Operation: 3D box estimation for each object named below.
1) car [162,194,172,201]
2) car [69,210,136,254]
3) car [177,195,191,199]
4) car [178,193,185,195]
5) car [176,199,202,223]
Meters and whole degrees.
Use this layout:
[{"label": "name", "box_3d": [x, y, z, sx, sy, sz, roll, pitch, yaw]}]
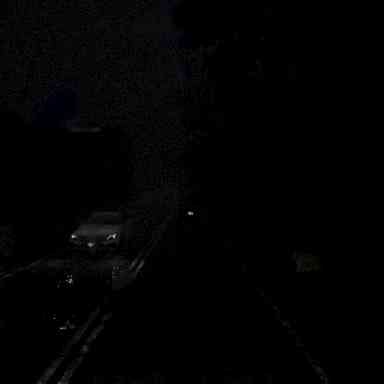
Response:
[{"label": "car", "box_3d": [-5.421, 1.172, 72.670, 2.033, 1.411, 5.357, 0, 1, -3]}, {"label": "car", "box_3d": [-3.458, 1.514, 13.616, 1.812, 1.442, 4.674, 0, 0, -1]}, {"label": "car", "box_3d": [-0.727, 1.459, 44.094, 2.033, 1.411, 5.357, 0, 0, -2]}, {"label": "car", "box_3d": [-2.497, 0.949, 78.421, 1.895, 1.301, 4.718, 0, 1, -3]}, {"label": "car", "box_3d": [-0.205, 1.514, 25.531, 2.033, 1.411, 5.357, 0, 0, -1]}]
